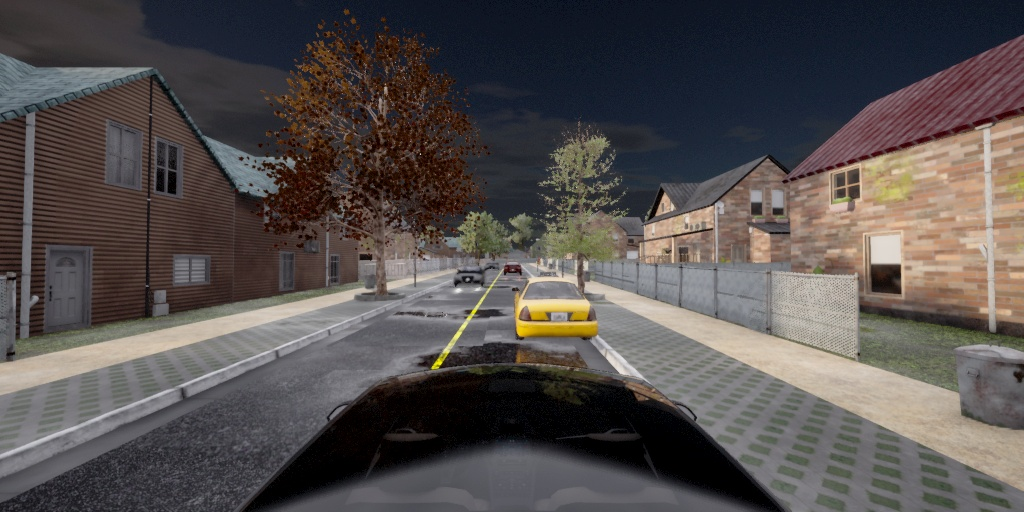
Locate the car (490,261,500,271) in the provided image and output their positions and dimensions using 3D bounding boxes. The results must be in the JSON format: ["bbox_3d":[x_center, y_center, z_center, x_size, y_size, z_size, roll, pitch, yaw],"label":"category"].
[{"bbox_3d":[-2.736,1.354,50.173,1.994,1.385,4.181,0,0,0],"label":"car"}]

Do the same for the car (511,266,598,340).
[{"bbox_3d":[0.964,1.210,9.873,1.801,1.575,5.366,0,0,0],"label":"car"}]

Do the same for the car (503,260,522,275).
[{"bbox_3d":[0.089,1.254,38.814,1.882,1.535,5.008,0,0,0],"label":"car"}]

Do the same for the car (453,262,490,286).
[{"bbox_3d":[-2.844,1.329,25.037,1.994,1.385,4.181,0,0,0],"label":"car"}]
